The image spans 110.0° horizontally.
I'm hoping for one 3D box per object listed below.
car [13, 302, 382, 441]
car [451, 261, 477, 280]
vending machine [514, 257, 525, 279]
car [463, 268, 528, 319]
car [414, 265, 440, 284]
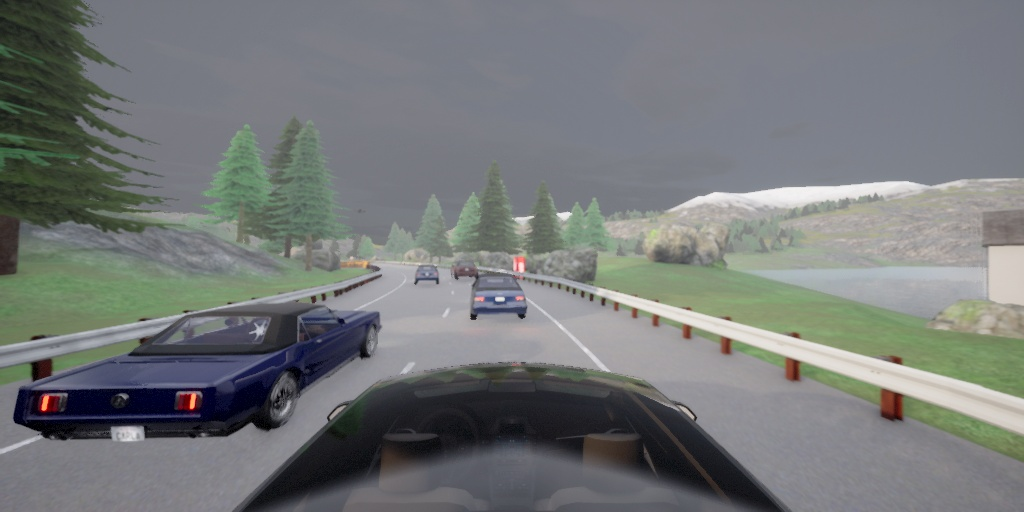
[{"bbox_3d":[-3.628,1.373,5.553,1.895,1.301,4.718,0,0,-2],"label":"car"},{"bbox_3d":[-4.526,1.211,33.557,2.097,1.767,4.553,0,0,-15],"label":"car"},{"bbox_3d":[0.706,1.037,32.988,1.100,2.100,0.880,0,0,-15],"label":"vending machine"},{"bbox_3d":[-0.614,1.334,13.116,2.033,1.411,5.357,0,0,-6],"label":"car"},{"bbox_3d":[-6.741,1.398,28.434,2.033,1.411,5.357,0,0,-13],"label":"car"}]
